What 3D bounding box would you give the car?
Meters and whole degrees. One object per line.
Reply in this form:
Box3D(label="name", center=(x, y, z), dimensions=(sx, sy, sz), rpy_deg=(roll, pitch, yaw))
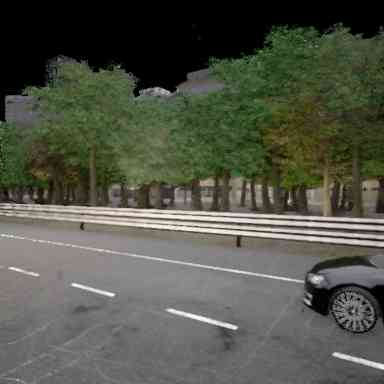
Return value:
Box3D(label="car", center=(4.268, 1.500, 5.124), dimensions=(4.902, 1.511, 2.128), rpy_deg=(0, 0, 35))
